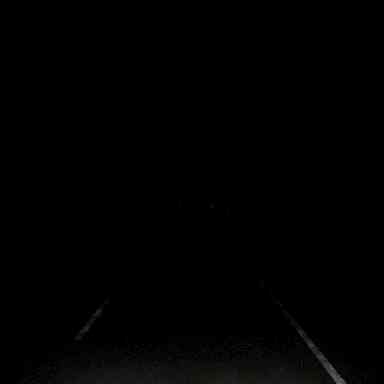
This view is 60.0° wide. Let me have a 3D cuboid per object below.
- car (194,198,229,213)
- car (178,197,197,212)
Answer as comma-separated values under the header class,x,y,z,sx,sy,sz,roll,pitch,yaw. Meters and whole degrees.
class,x,y,z,sx,sy,sz,roll,pitch,yaw
car,2.540,1.620,37.514,2.033,1.411,5.357,0,0,24
car,0.161,1.429,40.469,2.097,1.767,4.553,0,0,26
